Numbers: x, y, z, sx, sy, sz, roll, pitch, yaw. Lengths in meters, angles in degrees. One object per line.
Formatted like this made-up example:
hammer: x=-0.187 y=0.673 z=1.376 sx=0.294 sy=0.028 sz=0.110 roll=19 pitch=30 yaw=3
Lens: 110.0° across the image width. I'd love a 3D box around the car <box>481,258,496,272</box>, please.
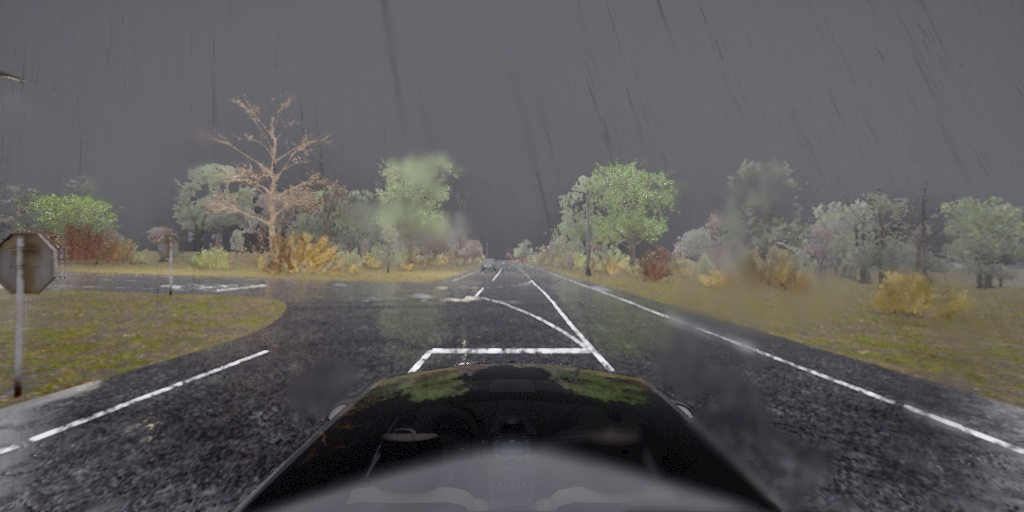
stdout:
car: x=-3.626 y=1.380 z=55.937 sx=2.150 sy=2.045 sz=5.566 roll=0 pitch=0 yaw=-1
